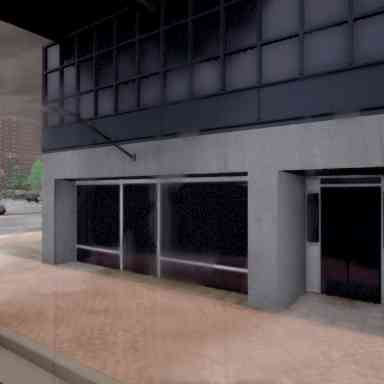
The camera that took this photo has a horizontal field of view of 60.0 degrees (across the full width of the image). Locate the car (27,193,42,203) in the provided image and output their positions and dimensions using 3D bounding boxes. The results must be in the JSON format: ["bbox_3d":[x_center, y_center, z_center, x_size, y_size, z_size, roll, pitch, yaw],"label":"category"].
[{"bbox_3d":[-30.160,1.153,64.684,4.605,1.855,1.932,0,0,35],"label":"car"}]

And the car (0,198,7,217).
[{"bbox_3d":[-17.822,1.491,27.153,2.128,1.511,4.902,0,0,36],"label":"car"}]
